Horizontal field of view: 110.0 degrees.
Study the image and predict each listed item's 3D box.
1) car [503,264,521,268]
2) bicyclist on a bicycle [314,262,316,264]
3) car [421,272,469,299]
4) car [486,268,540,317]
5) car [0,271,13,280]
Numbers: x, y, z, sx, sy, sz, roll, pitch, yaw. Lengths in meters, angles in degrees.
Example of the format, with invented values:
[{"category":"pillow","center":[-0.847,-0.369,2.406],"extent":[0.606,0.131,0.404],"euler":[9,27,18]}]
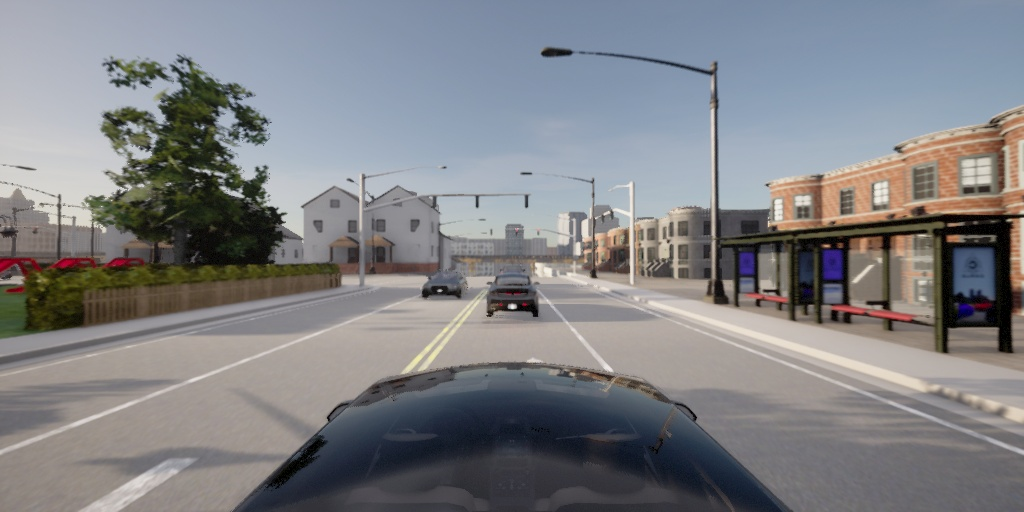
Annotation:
[{"category":"car","center":[0.038,1.454,28.966],"extent":[2.097,1.767,4.553],"euler":[0,-1,0]},{"category":"bicyclist on a bicycle","center":[-25.274,1.629,46.151],"extent":[0.582,1.620,1.656],"euler":[0,-1,0]},{"category":"car","center":[-3.549,1.546,19.601],"extent":[1.994,1.385,4.181],"euler":[0,-1,0]},{"category":"car","center":[0.040,1.416,14.089],"extent":[1.837,1.490,4.892],"euler":[0,0,1]},{"category":"car","center":[-52.393,1.712,35.350],"extent":[4.674,1.442,1.812],"euler":[0,-1,1]}]
